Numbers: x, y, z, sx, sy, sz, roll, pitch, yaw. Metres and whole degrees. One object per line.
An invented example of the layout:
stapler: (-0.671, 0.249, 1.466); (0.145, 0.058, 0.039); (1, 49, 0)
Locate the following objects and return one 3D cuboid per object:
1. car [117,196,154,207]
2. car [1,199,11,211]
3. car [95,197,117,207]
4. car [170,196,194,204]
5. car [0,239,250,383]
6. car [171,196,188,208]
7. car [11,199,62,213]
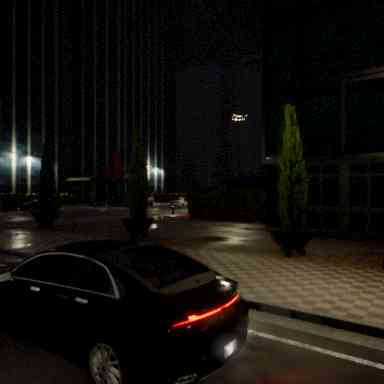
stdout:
car: (-8.075, 1.214, 50.338); (2.150, 2.045, 5.566); (0, 1, 35)
car: (-21.052, 1.547, 37.962); (2.033, 1.411, 5.357); (0, 0, 35)
car: (-12.369, 1.504, 50.316); (1.837, 1.490, 4.892); (0, 0, 35)
car: (-1.864, 1.532, 65.104); (2.128, 1.511, 4.902); (0, 0, 35)
car: (-1.539, 1.503, 5.104); (4.892, 1.490, 1.837); (-1, 0, 36)
car: (-1.173, 1.525, 47.671); (1.812, 1.442, 4.674); (0, 0, 35)
car: (-17.104, 1.491, 37.498); (2.128, 1.511, 4.902); (0, 0, 35)
